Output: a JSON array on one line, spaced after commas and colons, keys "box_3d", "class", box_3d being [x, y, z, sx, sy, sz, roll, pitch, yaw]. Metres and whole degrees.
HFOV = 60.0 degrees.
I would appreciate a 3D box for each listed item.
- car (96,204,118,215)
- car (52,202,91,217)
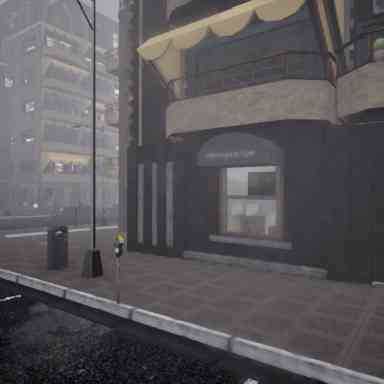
[{"box_3d": [-9.482, 2.063, 39.967, 1.802, 1.307, 4.206, -1, -1, 35], "class": "car"}, {"box_3d": [-12.770, 1.821, 35.347, 1.967, 1.590, 4.097, -1, -1, 35], "class": "car"}]
